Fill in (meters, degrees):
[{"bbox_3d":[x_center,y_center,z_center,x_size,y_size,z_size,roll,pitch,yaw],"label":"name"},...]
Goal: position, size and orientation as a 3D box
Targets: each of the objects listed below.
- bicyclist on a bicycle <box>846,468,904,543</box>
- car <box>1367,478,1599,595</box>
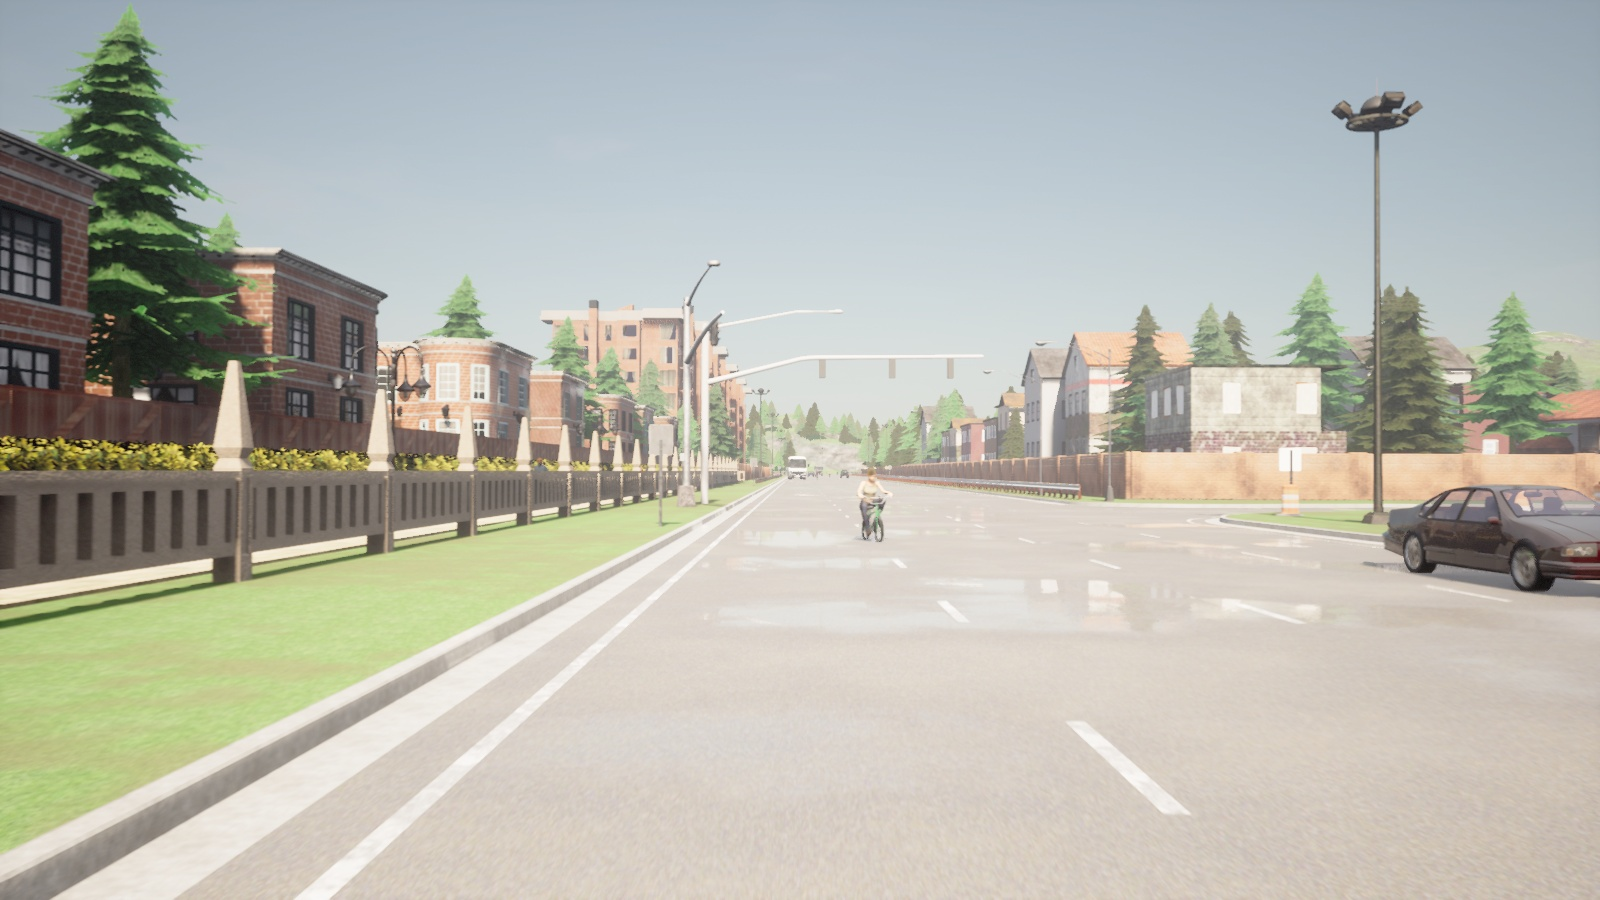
[{"bbox_3d":[1.644,1.211,27.846,0.866,1.612,1.509,0,-1,-14],"label":"bicyclist on a bicycle"},{"bbox_3d":[10.456,1.125,18.201,2.033,1.411,5.357,0,-1,0],"label":"car"}]
